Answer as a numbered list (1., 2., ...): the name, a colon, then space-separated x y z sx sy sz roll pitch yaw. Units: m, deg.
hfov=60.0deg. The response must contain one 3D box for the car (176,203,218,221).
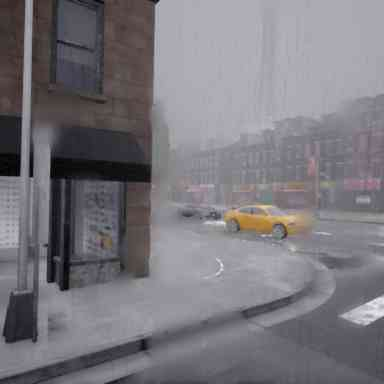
1. car: 0.499 1.591 27.362 1.994 1.385 4.181 2 -1 -36

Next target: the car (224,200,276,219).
1. car: 5.436 1.654 31.962 1.882 1.535 5.008 2 -1 -36

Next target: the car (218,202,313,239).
1. car: 3.834 1.432 17.262 1.882 1.535 5.008 2 -1 -36
